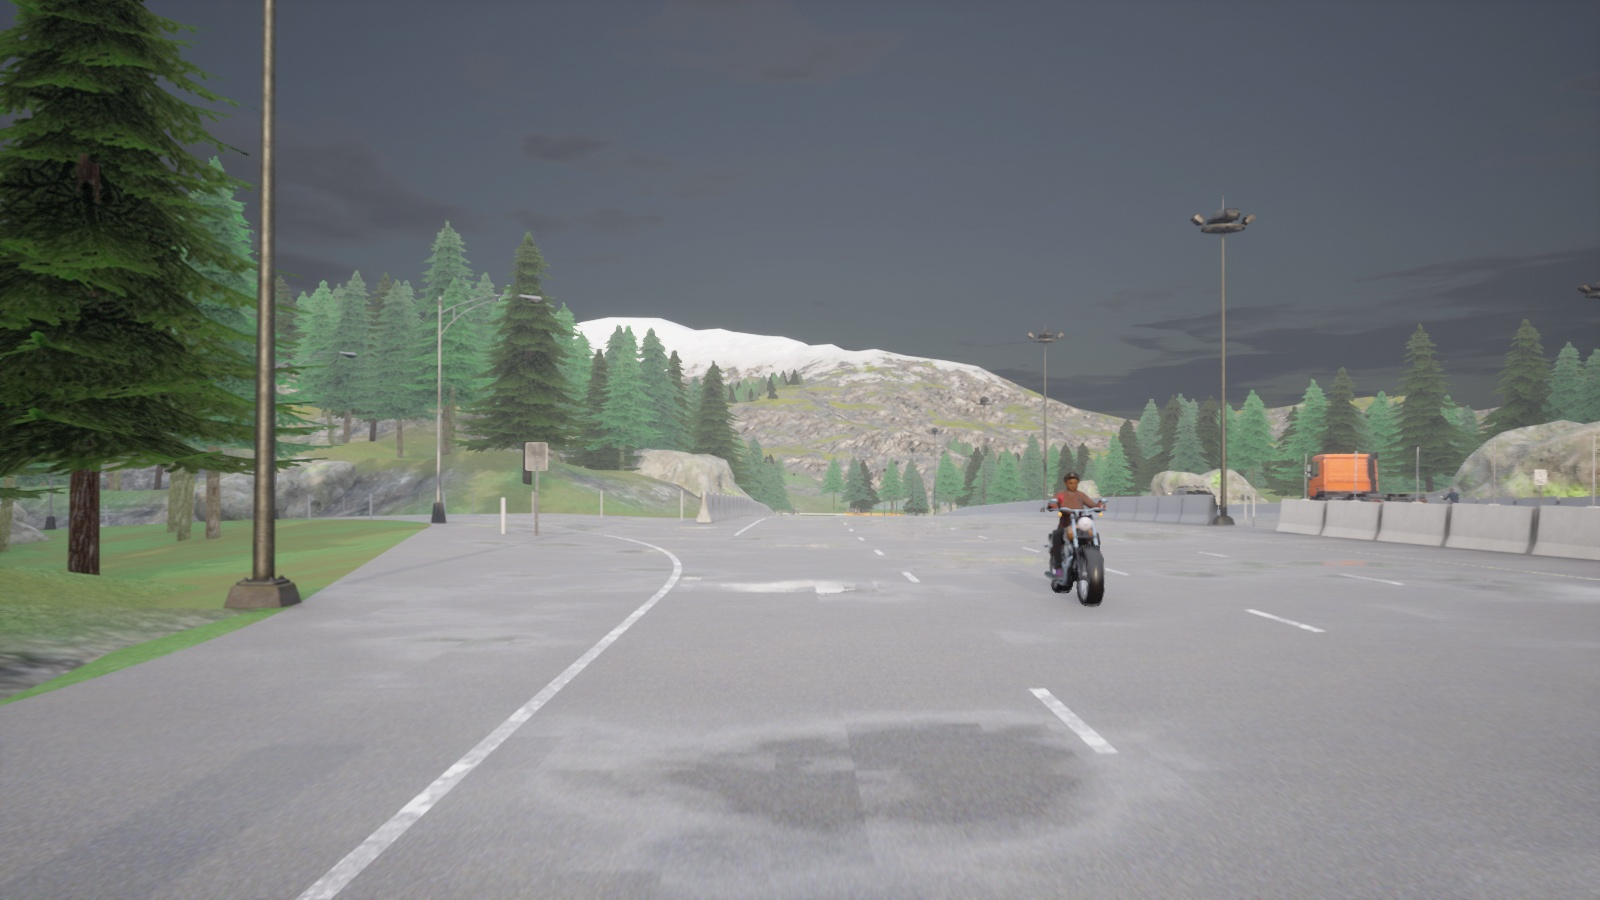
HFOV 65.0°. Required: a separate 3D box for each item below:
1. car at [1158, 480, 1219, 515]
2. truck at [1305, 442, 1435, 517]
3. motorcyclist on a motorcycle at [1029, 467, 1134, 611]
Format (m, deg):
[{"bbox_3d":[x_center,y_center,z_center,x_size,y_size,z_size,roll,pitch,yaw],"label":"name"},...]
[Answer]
[{"bbox_3d":[21.234,2.632,68.861,1.932,1.855,4.605,0,-3,1],"label":"car"},{"bbox_3d":[28.163,1.537,62.541,2.891,3.462,7.936,0,-2,1],"label":"truck"},{"bbox_3d":[3.460,1.046,15.662,0.766,1.649,2.350,0,-1,0],"label":"motorcyclist on a motorcycle"}]
